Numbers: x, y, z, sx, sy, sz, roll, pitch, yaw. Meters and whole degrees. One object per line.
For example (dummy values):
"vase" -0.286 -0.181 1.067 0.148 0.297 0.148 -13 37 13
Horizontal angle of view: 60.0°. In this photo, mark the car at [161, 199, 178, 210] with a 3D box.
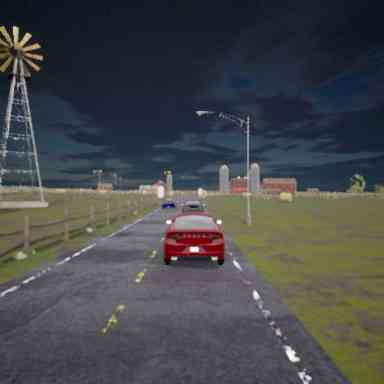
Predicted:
"car" -2.833 1.530 42.007 1.895 1.301 4.718 0 0 0

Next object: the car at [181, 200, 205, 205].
"car" 0.085 1.456 28.992 1.837 1.490 4.892 0 0 0

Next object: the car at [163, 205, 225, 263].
"car" 0.075 1.458 11.880 1.882 1.535 5.008 0 0 0
